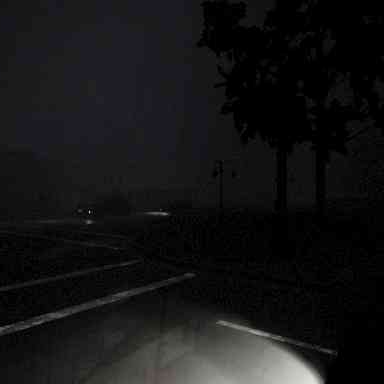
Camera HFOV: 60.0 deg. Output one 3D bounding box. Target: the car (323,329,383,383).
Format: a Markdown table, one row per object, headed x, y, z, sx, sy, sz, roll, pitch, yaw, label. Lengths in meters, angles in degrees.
| x | y | z | sx | sy | sz | roll | pitch | yaw | label |
| --- | --- | --- | --- | --- | --- | --- | --- | --- | --- |
| 2.915 | 1.564 | 1.894 | 4.181 | 1.385 | 1.994 | 0 | 0 | 36 | car |

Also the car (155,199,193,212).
| x | y | z | sx | sy | sz | roll | pitch | yaw | label |
| --- | --- | --- | --- | --- | --- | --- | --- | --- | --- |
| -1.963 | 1.547 | 38.596 | 2.033 | 1.411 | 5.357 | 0 | 0 | 34 | car |

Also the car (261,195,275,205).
| x | y | z | sx | sy | sz | roll | pitch | yaw | label |
| --- | --- | --- | --- | --- | --- | --- | --- | --- | --- |
| 13.856 | 1.347 | 60.760 | 2.097 | 1.767 | 4.553 | 0 | 0 | 7 | car |

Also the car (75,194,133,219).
| x | y | z | sx | sy | sz | roll | pitch | yaw | label |
| --- | --- | --- | --- | --- | --- | --- | --- | --- | --- |
| -7.765 | 1.222 | 30.031 | 2.150 | 2.045 | 5.566 | 0 | 0 | 35 | car |
